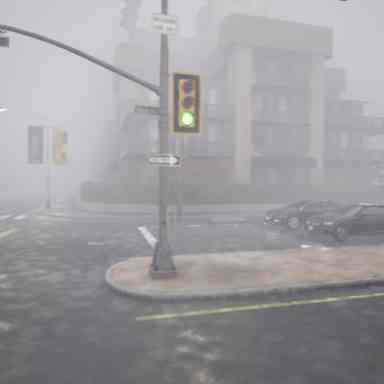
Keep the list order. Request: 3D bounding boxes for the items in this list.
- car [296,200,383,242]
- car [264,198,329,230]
[{"bbox_3d":[7.144,1.219,14.284,4.674,1.442,1.812,0,1,-15],"label":"car"},{"bbox_3d":[6.207,1.107,17.647,4.892,1.490,1.837,0,1,-15],"label":"car"}]
